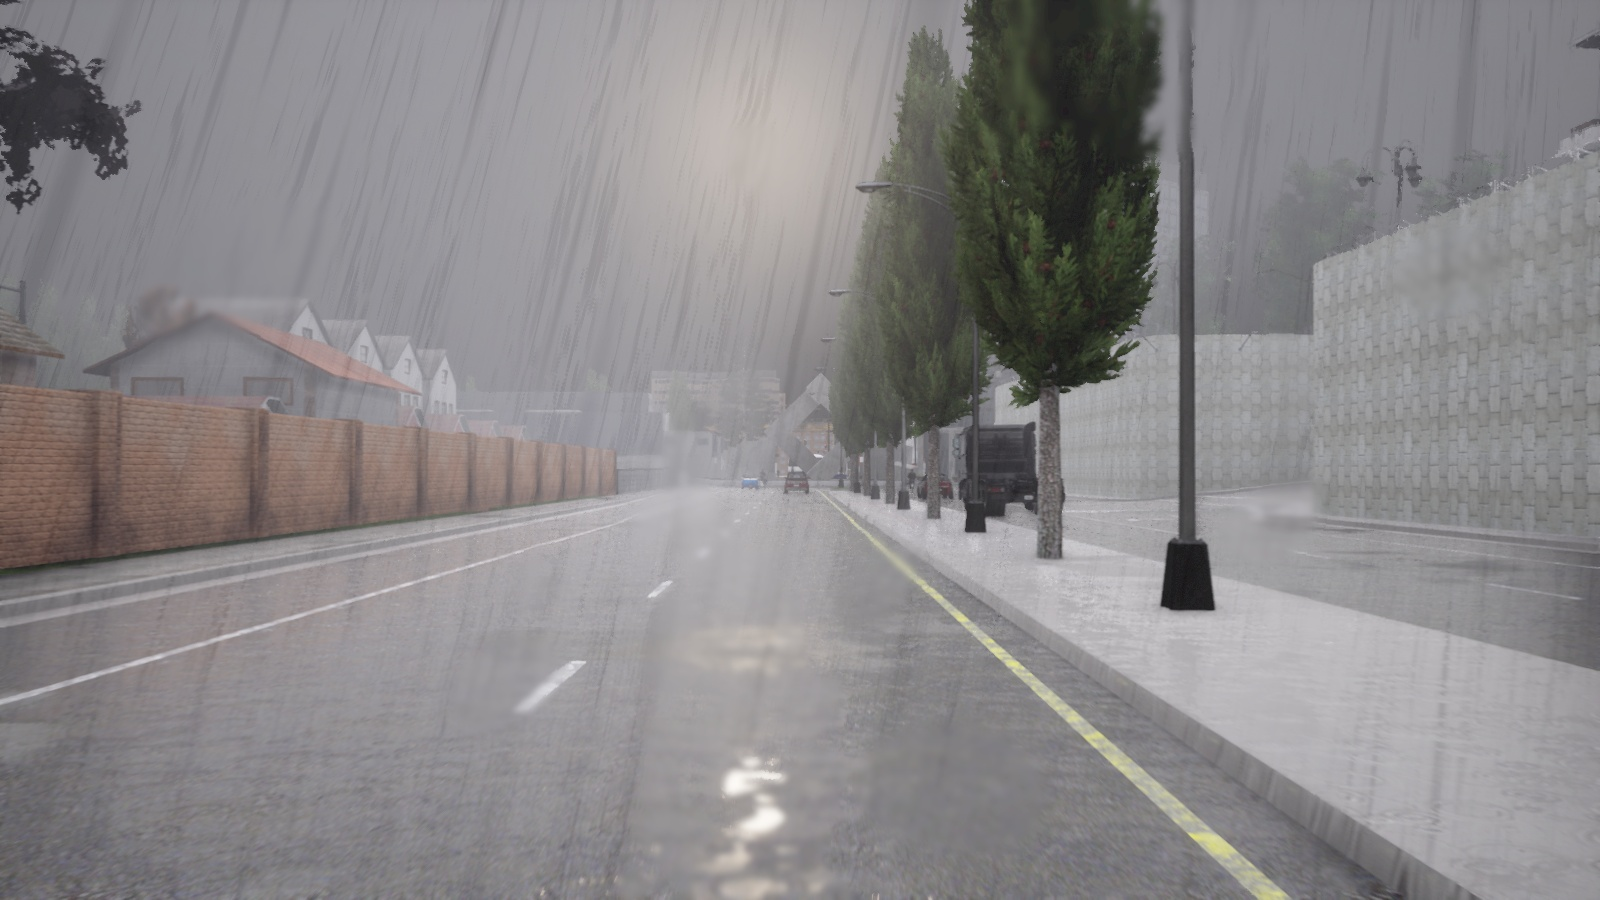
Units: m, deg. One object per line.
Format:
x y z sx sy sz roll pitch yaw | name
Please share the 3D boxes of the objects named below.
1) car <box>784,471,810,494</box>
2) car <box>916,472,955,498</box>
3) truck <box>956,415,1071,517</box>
-0.210 2.244 86.638 1.789 1.549 3.705 0 -1 0 | car
7.823 2.017 72.891 1.816 1.474 4.193 0 -1 0 | car
7.880 0.571 47.393 2.891 3.462 7.936 -1 0 0 | truck
